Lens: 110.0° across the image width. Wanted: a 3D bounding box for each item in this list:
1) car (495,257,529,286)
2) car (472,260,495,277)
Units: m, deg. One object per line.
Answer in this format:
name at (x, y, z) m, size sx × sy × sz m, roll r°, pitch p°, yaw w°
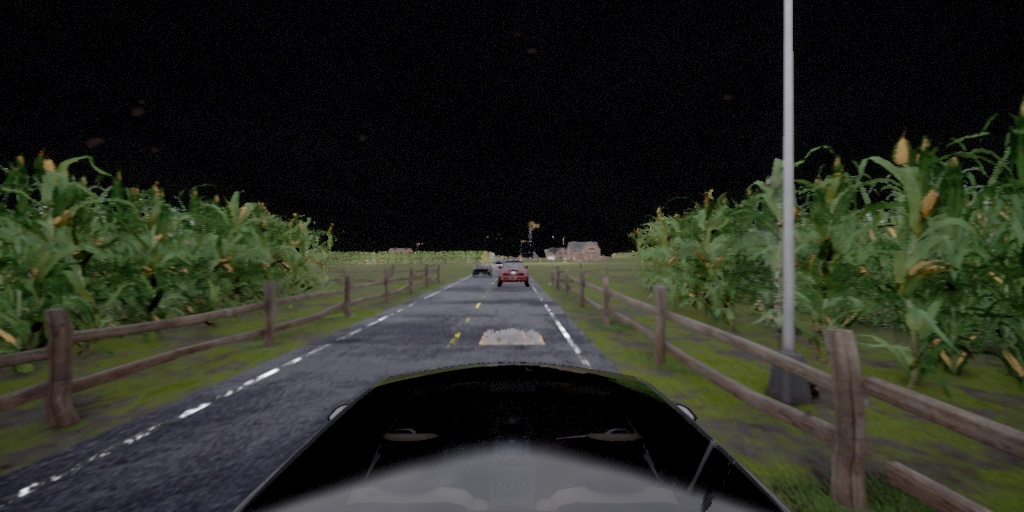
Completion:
car at (0.095, 1.115, 25.612) m, size 2.097 × 1.767 × 4.553 m, roll 0°, pitch 0°, yaw 0°
car at (-2.852, 1.375, 35.381) m, size 1.895 × 1.301 × 4.718 m, roll 0°, pitch 0°, yaw 0°
